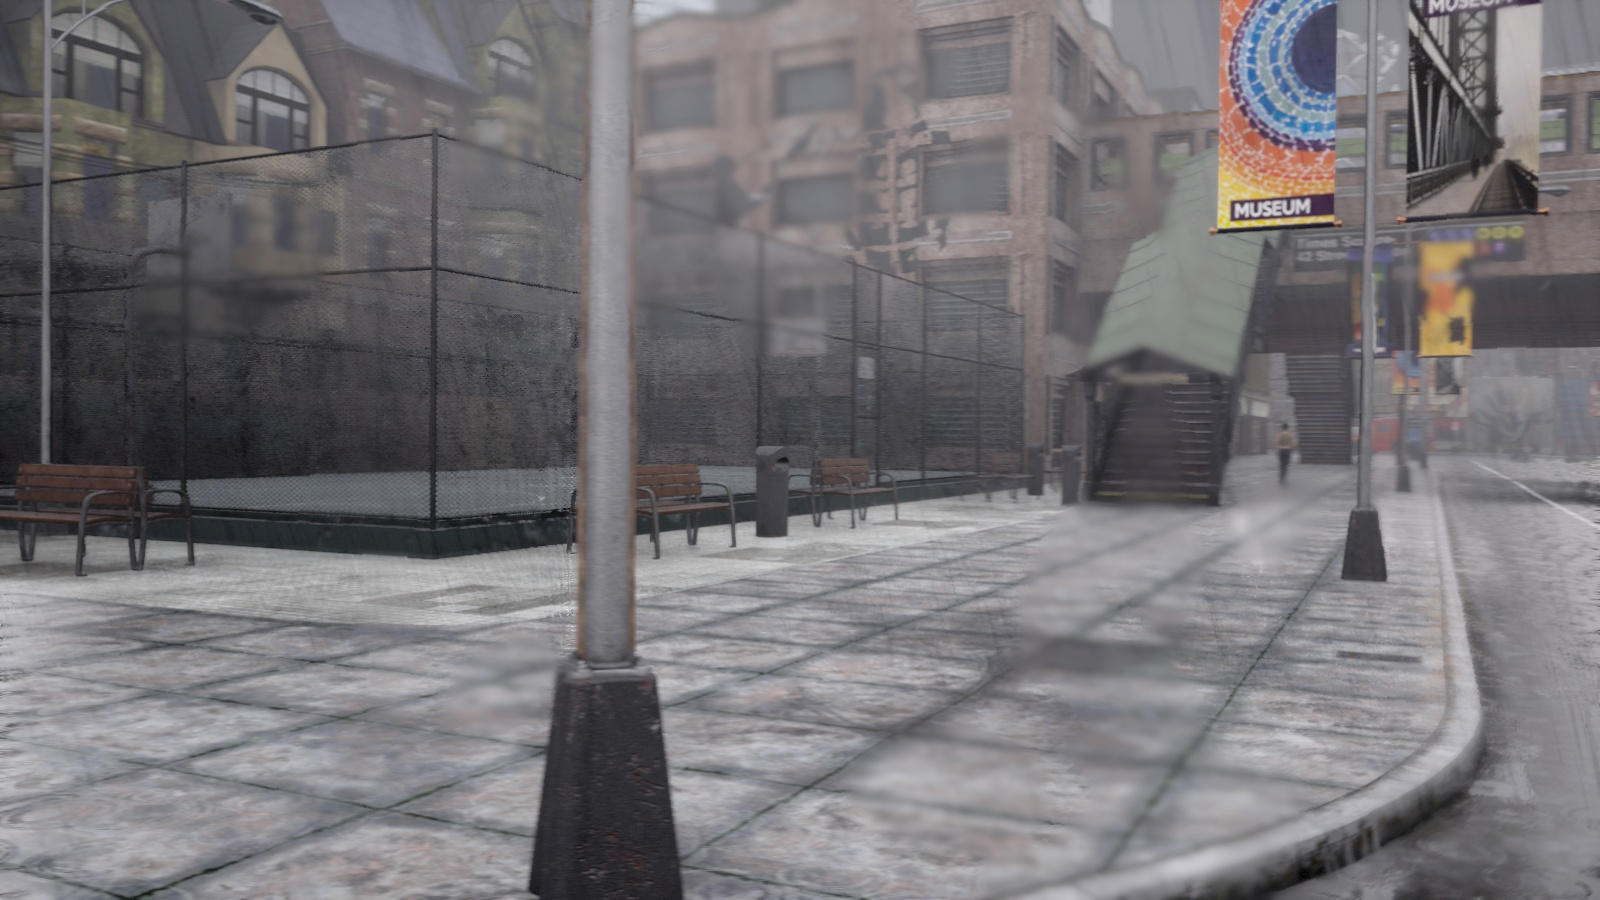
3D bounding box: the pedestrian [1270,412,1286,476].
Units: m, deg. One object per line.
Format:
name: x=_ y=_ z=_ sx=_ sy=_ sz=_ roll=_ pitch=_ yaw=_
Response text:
pedestrian: x=13.734 y=-0.176 z=36.099 sx=0.345 sy=1.836 sz=0.594 roll=0 pitch=1 yaw=29
